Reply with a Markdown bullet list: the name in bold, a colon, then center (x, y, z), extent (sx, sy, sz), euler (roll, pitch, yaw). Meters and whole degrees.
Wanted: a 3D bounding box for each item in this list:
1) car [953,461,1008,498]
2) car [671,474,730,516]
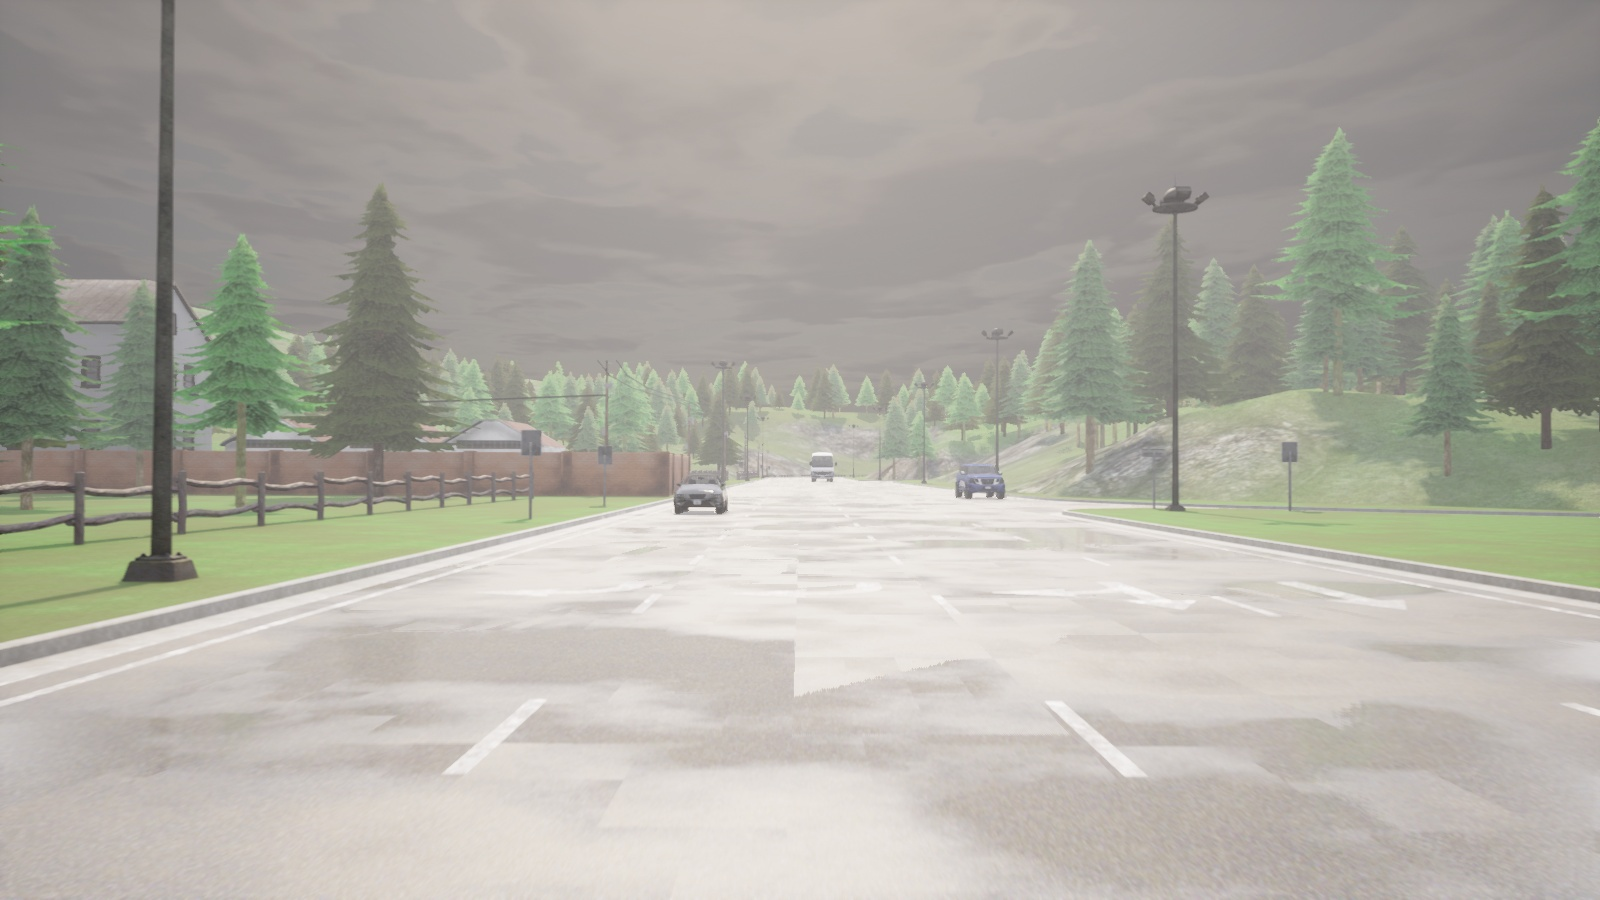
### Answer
- **car**: center (10.453, 1.716, 73.112), extent (2.150, 2.045, 5.566), euler (0, -1, -2)
- **car**: center (-3.601, 1.613, 46.033), extent (1.816, 1.474, 4.193), euler (0, -1, 0)
